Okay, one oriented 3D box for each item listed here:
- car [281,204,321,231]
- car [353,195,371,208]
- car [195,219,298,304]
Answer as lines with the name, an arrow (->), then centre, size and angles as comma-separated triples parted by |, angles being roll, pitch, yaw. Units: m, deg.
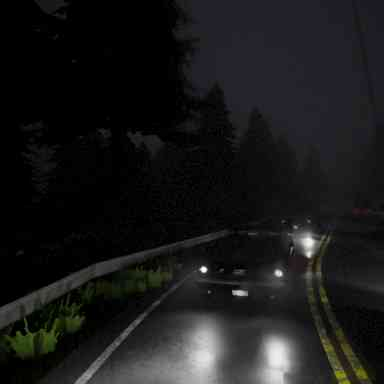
car -> 6.656, 1.460, 20.058 | 2.033, 1.411, 5.357 | -2, 0, 26
car -> 20.603, 1.058, 40.248 | 2.128, 1.511, 4.902 | -2, 0, 28
car -> 1.581, 1.598, 8.415 | 1.895, 1.301, 4.718 | -1, 0, 18
